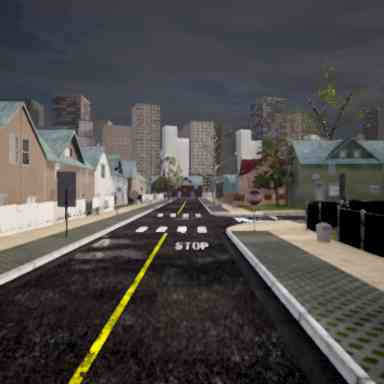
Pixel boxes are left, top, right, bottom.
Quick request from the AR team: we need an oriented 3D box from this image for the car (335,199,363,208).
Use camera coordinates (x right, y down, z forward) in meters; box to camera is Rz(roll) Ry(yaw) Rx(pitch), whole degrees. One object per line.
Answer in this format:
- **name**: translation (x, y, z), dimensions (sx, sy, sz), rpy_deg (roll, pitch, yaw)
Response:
- **car**: translation (11.498, 1.226, 23.961), dimensions (5.357, 1.411, 2.033), rpy_deg (-1, 0, 1)
